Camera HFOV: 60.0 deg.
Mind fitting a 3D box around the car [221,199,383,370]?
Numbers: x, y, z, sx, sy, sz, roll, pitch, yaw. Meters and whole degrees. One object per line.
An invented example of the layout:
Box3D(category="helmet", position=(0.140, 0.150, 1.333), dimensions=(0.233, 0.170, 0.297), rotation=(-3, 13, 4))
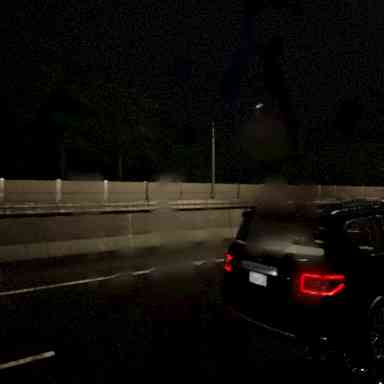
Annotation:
Box3D(category="car", position=(3.061, 1.229, 5.962), dimensions=(5.566, 2.045, 2.150), rotation=(0, 0, -35))

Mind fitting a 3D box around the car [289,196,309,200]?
Box3D(category="car", position=(12.120, 1.376, 38.447), dimensions=(4.553, 1.767, 2.097), rotation=(0, 0, -35))

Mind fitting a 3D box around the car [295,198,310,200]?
Box3D(category="car", position=(13.319, 1.624, 35.007), dimensions=(4.718, 1.301, 1.895), rotation=(0, 0, -35))

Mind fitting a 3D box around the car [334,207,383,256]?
Box3D(category="car", position=(8.255, 1.489, 13.953), dimensions=(5.008, 1.535, 1.882), rotation=(0, 0, -35))

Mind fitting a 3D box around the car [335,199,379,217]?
Box3D(category="car", position=(16.352, 1.528, 32.870), dimensions=(4.892, 1.490, 1.837), rotation=(0, 0, -35))
